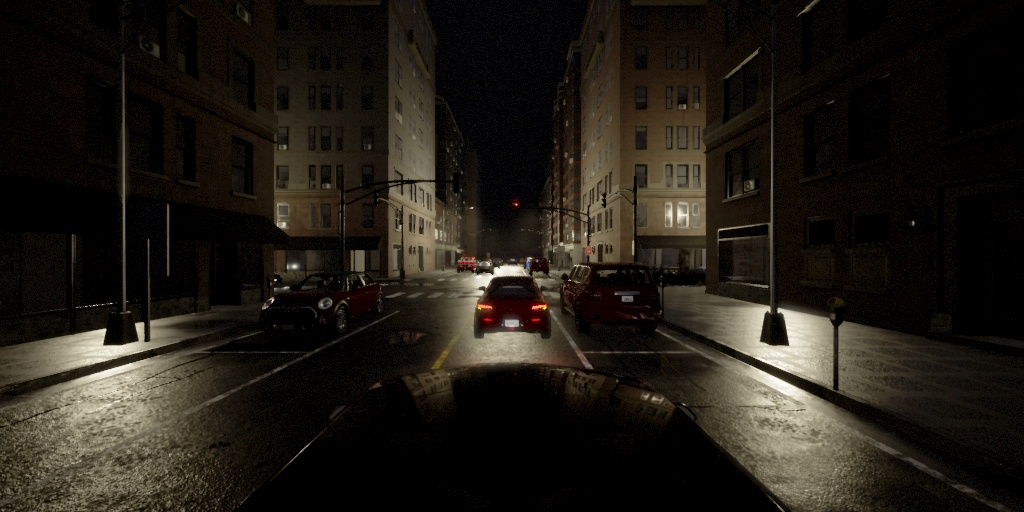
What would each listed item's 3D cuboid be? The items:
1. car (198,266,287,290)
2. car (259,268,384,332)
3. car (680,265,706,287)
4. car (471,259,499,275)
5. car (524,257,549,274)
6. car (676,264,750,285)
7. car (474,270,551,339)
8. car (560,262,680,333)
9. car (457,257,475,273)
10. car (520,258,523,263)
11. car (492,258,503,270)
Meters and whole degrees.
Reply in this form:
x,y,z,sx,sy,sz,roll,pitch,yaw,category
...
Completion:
x,y,z,sx,sy,sz,roll,pitch,yaw,category
-17.077,1.362,22.858,4.181,1.385,1.994,0,0,0,car
-5.373,1.190,10.619,1.967,1.591,4.097,0,0,0,car
10.081,1.319,22.552,4.718,1.301,1.895,0,0,-1,car
-2.780,1.296,38.444,2.033,1.411,5.357,0,0,0,car
2.766,1.063,37.660,2.192,1.841,5.009,0,0,0,car
14.289,1.271,25.679,4.181,1.385,1.994,0,0,-1,car
0.021,1.276,9.960,1.812,1.442,4.674,0,0,1,car
2.652,1.064,10.604,2.192,1.841,5.009,0,0,0,car
-5.342,1.062,43.178,2.192,1.841,5.009,0,0,0,car
2.784,1.061,54.172,2.192,1.841,5.009,0,0,0,car
-2.745,1.347,54.288,1.895,1.301,4.718,0,0,0,car
